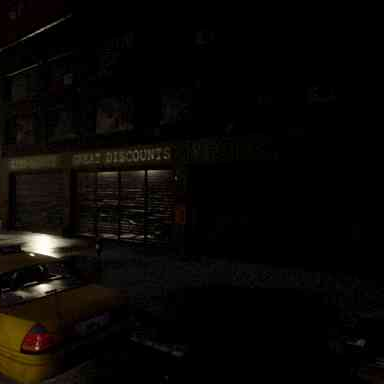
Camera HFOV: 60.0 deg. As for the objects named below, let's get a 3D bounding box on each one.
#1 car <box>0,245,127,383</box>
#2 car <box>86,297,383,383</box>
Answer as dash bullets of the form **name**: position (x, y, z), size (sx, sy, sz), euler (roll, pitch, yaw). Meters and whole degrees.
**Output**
- **car**: position (-3.046, 1.523, 5.261), size (4.829, 1.417, 1.752), euler (0, 1, 36)
- **car**: position (1.637, 1.551, 1.915), size (4.403, 1.369, 2.008), euler (0, 1, 36)
